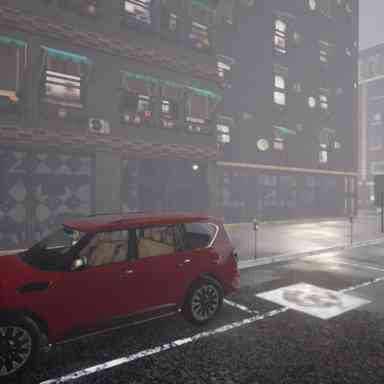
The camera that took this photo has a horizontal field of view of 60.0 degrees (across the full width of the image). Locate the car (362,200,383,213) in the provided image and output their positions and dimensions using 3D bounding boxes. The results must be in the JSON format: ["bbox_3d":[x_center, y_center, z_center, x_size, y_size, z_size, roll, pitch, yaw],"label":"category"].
[{"bbox_3d":[20.081,1.537,37.346,1.887,1.381,4.507,1,0,-36],"label":"car"}]

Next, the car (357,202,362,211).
[{"bbox_3d":[13.284,1.214,32.450,2.192,1.841,5.009,1,0,-36],"label":"car"}]

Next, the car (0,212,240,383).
[{"bbox_3d":[-1.414,1.316,5.549,5.009,1.841,2.192,0,1,-36],"label":"car"}]
